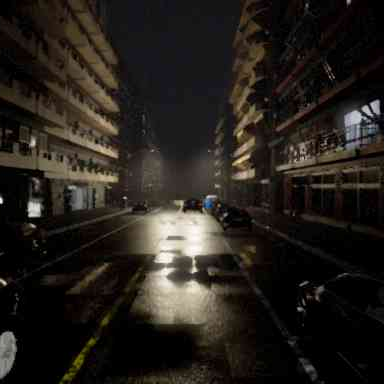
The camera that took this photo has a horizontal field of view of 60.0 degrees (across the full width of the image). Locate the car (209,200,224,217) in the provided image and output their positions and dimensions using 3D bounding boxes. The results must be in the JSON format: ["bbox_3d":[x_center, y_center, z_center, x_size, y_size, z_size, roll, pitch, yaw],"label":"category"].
[{"bbox_3d":[2.672,1.596,26.656,2.008,1.369,4.403,-1,0,0],"label":"car"}]

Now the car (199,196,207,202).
[{"bbox_3d":[2.661,1.640,83.302,1.887,1.381,4.507,-1,0,0],"label":"car"}]

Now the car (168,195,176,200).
[{"bbox_3d":[-5.721,1.649,94.577,2.008,1.369,4.403,-1,0,0],"label":"car"}]

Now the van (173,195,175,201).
[{"bbox_3d":[-5.723,1.438,88.912,1.690,1.788,3.998,-1,0,0],"label":"van"}]

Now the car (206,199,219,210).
[{"bbox_3d":[2.671,1.636,32.320,1.802,1.307,4.206,-1,0,0],"label":"car"}]

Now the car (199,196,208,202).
[{"bbox_3d":[2.662,1.638,77.638,1.887,1.381,4.507,-1,0,0],"label":"car"}]

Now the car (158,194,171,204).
[{"bbox_3d":[-5.716,1.611,66.081,1.752,1.417,4.829,-1,0,0],"label":"car"}]

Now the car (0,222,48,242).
[{"bbox_3d":[-5.704,1.583,9.603,1.947,1.339,4.313,-1,0,0],"label":"car"}]

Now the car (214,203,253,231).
[{"bbox_3d":[2.675,1.602,20.991,1.947,1.339,4.313,-1,0,0],"label":"car"}]

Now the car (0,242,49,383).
[{"bbox_3d":[-3.089,1.510,2.488,1.837,1.490,4.892,0,0,0],"label":"car"}]

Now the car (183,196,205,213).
[{"bbox_3d":[0.090,1.412,37.897,2.097,1.767,4.553,0,0,0],"label":"car"}]

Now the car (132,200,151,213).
[{"bbox_3d":[-5.710,1.612,37.927,2.008,1.369,4.403,-1,0,0],"label":"car"}]

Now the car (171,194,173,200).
[{"bbox_3d":[-5.717,1.655,71.917,1.947,1.339,4.313,-1,0,0],"label":"car"}]

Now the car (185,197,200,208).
[{"bbox_3d":[0.089,1.565,49.334,2.128,1.511,4.902,0,0,0],"label":"car"}]

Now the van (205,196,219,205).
[{"bbox_3d":[2.665,1.409,43.650,1.690,1.788,3.998,-1,0,0],"label":"van"}]

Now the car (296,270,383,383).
[{"bbox_3d":[2.649,1.574,3.998,1.947,1.339,4.313,-1,0,0],"label":"car"}]

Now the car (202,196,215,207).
[{"bbox_3d":[2.665,1.517,54.979,1.967,1.590,4.097,-1,0,0],"label":"car"}]

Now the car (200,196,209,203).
[{"bbox_3d":[2.663,1.634,71.973,1.887,1.381,4.507,-1,0,0],"label":"car"}]

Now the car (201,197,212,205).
[{"bbox_3d":[2.666,1.664,60.644,1.802,1.307,4.206,-1,0,0],"label":"car"}]
